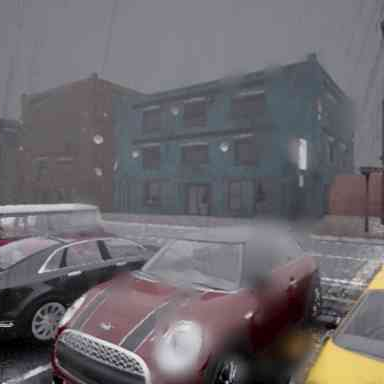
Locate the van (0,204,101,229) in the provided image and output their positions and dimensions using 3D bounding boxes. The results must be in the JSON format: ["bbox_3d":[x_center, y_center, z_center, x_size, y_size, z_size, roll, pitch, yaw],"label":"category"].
[{"bbox_3d":[-4.382,1.310,8.128,1.878,1.987,4.442,0,0,35],"label":"van"}]

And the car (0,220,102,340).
[{"bbox_3d":[-2.050,1.519,6.600,2.231,1.521,4.892,0,0,35],"label":"car"}]

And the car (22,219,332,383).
[{"bbox_3d":[0.339,1.372,4.943,2.185,1.767,4.553,0,0,35],"label":"car"}]
